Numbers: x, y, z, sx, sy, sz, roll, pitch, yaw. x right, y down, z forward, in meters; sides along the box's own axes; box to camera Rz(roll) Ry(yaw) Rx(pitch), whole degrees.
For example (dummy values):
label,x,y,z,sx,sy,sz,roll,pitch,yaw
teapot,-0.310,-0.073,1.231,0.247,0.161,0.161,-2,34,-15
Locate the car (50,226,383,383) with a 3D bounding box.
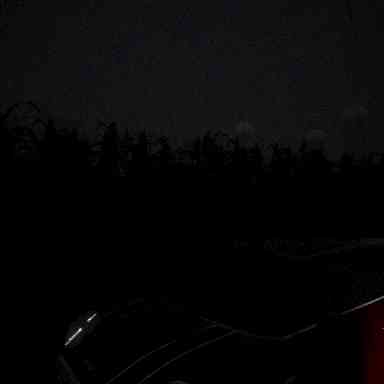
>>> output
label,x,y,z,sx,sy,sz,roll,pitch,yaw
car,0.895,1.352,3.709,4.553,1.767,2.097,0,0,-36
